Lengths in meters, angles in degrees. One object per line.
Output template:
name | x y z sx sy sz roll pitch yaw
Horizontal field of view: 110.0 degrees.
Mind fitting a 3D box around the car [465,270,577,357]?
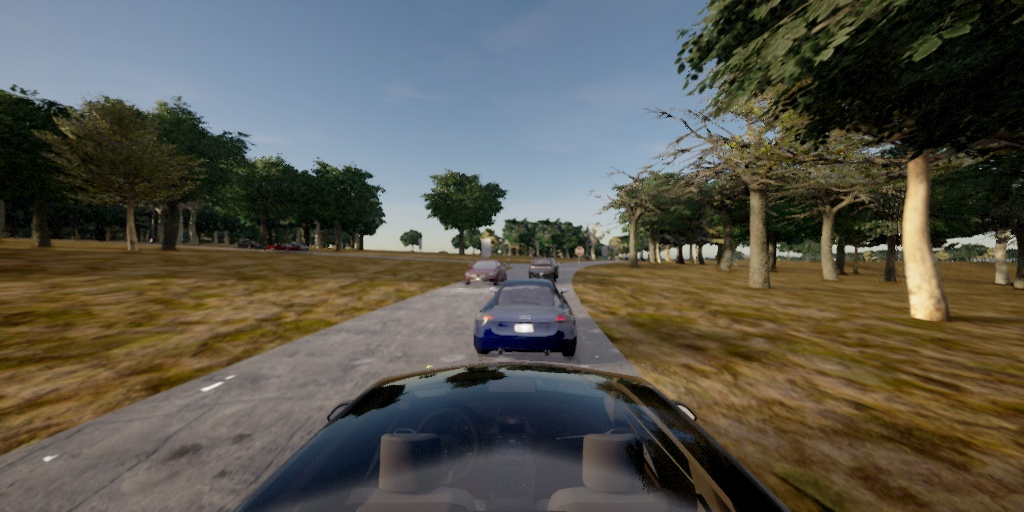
car | 0.366 1.201 8.306 1.994 1.385 4.181 0 1 4

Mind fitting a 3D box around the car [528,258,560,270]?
car | 2.229 0.856 24.570 2.128 1.511 4.902 0 1 10

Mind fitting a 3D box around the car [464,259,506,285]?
car | -1.477 0.944 21.492 1.812 1.442 4.674 0 1 9
